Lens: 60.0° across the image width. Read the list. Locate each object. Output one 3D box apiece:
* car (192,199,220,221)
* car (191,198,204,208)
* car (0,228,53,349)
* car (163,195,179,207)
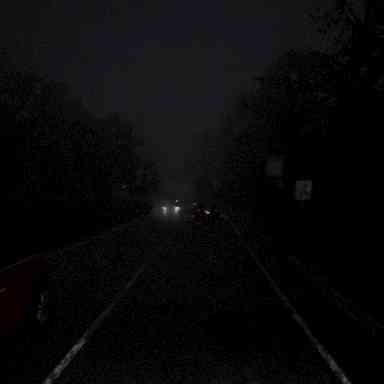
[{"bbox_3d":[1.228,1.515,27.031,1.994,1.385,4.181,0,0,1],"label":"car"},{"bbox_3d":[0.895,1.428,42.823,2.033,1.411,5.357,0,1,-4],"label":"car"},{"bbox_3d":[-3.476,1.333,3.785,2.097,1.767,4.553,0,0,2],"label":"car"},{"bbox_3d":[-3.107,1.204,47.756,2.097,1.767,4.553,0,2,-7],"label":"car"}]
